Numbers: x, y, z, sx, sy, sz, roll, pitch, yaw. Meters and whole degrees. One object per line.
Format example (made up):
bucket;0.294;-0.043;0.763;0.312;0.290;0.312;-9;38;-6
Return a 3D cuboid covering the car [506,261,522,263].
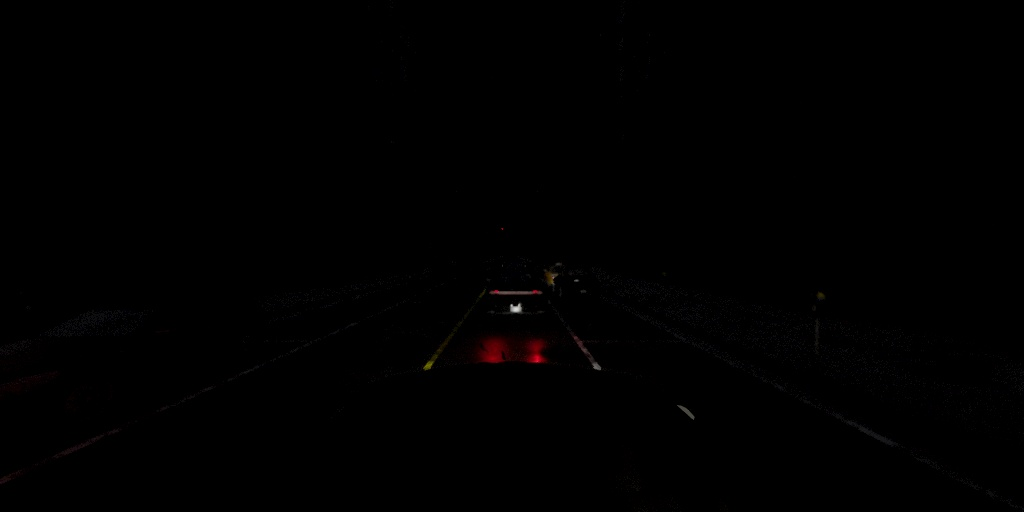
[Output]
car;0.152;1.072;29.491;2.033;1.411;5.357;0;0;0

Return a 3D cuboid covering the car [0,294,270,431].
car;-5.664;1.301;5.535;1.802;1.307;4.207;0;0;0

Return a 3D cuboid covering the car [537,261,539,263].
car;2.923;1.104;27.862;1.948;1.339;4.313;0;0;0

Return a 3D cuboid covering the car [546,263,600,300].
car;2.899;1.181;16.690;2.007;1.370;4.403;0;0;0

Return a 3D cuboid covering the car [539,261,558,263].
car;2.912;1.110;22.446;1.751;1.417;4.829;0;0;0

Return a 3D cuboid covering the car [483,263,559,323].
car;0.114;1.162;11.808;2.128;1.511;4.902;0;1;0

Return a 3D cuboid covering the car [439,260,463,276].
car;-5.610;1.036;33.462;1.888;1.381;4.507;0;0;0
